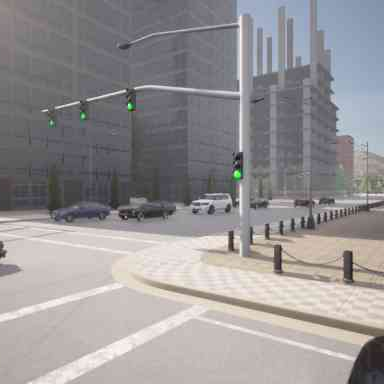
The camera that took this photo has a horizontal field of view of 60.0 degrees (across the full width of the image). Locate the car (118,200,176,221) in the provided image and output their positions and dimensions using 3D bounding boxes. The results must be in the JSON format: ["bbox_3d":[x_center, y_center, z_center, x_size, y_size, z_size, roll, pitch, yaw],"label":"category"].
[{"bbox_3d":[-3.599,1.545,26.404,1.895,1.301,4.718,0,0,36],"label":"car"}]

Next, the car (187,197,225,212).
[{"bbox_3d":[1.751,1.436,39.809,2.128,1.511,4.902,0,0,36],"label":"car"}]

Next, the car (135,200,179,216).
[{"bbox_3d":[-3.389,1.508,32.682,1.994,1.385,4.181,0,0,36],"label":"car"}]

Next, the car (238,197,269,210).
[{"bbox_3d":[8.210,1.422,42.772,1.882,1.535,5.008,0,0,36],"label":"car"}]

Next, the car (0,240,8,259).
[{"bbox_3d":[-7.733,1.506,8.349,2.033,1.411,5.357,0,0,36],"label":"car"}]

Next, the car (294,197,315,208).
[{"bbox_3d":[16.134,1.422,47.464,1.882,1.535,5.008,0,0,36],"label":"car"}]

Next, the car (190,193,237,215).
[{"bbox_3d":[2.109,1.166,34.319,2.150,2.045,5.566,0,0,36],"label":"car"}]

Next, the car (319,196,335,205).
[{"bbox_3d":[23.341,1.449,57.480,1.837,1.490,4.892,0,0,36],"label":"car"}]

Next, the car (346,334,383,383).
[{"bbox_3d":[3.036,1.564,1.803,4.181,1.385,1.994,0,0,36],"label":"car"}]

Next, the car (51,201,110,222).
[{"bbox_3d":[-8.468,1.470,25.645,1.812,1.442,4.674,0,0,38],"label":"car"}]
